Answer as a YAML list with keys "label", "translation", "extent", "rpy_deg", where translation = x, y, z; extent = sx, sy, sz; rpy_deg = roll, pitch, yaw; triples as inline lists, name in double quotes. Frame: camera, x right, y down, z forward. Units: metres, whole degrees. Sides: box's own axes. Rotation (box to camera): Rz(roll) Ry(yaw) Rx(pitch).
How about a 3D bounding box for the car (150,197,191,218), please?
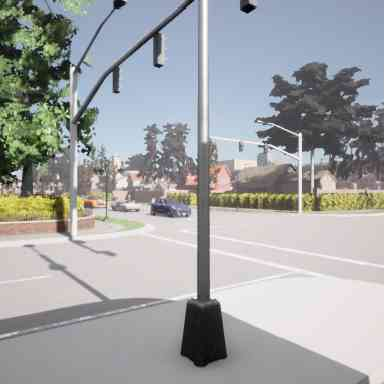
- label: "car"
  translation: [-2.005, 1.352, 30.831]
  extent: [2.097, 1.767, 4.553]
  rpy_deg: [0, 0, -36]

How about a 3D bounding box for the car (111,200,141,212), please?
- label: "car"
  translation: [-7.745, 1.601, 38.770]
  extent: [1.895, 1.301, 4.718]
  rpy_deg: [0, 0, -36]

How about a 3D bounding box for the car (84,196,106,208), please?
- label: "car"
  translation: [-13.631, 1.352, 46.913]
  extent: [2.097, 1.767, 4.553]
  rpy_deg: [0, 0, -36]
